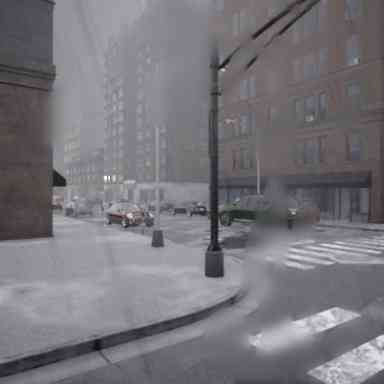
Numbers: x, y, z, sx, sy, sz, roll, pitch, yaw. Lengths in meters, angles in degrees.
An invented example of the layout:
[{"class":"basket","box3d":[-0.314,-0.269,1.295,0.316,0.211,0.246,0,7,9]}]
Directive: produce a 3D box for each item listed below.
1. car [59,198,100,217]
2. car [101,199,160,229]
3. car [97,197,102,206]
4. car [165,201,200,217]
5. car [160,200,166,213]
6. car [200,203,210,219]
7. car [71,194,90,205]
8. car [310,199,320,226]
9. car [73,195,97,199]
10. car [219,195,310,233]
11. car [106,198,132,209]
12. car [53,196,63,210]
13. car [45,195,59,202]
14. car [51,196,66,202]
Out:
[{"class":"car","box3d":[-10.465,1.535,30.799,2.008,1.369,4.403,0,0,-35]},{"class":"car","box3d":[-4.103,1.436,21.764,1.967,1.590,4.097,0,0,-35]},{"class":"car","box3d":[-15.977,1.469,53.936,1.837,1.490,4.892,0,0,-35]},{"class":"car","box3d":[-0.327,1.561,31.209,1.947,1.339,4.313,0,0,-35]},{"class":"car","box3d":[-3.507,1.540,35.727,2.008,1.369,4.403,0,0,-35]},{"class":"car","box3d":[2.853,1.583,26.693,1.802,1.307,4.206,0,0,-35]},{"class":"car","box3d":[-20.016,1.309,59.617,2.097,1.767,4.553,0,0,-35]},{"class":"car","box3d":[6.034,1.321,22.177,2.192,1.841,5.009,0,0,-35]},{"class":"car","box3d":[-15.981,1.494,48.655,1.812,1.442,4.674,0,0,-35]},{"class":"car","box3d":[3.985,1.226,20.296,2.150,2.045,5.566,0,0,-35]},{"class":"car","box3d":[-9.867,1.543,44.759,1.947,1.339,4.313,0,0,-35]},{"class":"car","box3d":[-16.827,1.517,39.835,1.887,1.381,4.507,0,0,-35]},{"class":"car","box3d":[-32.126,1.482,76.374,2.008,1.369,4.403,0,0,-35]},{"class":"car","box3d":[-28.946,1.489,71.858,2.008,1.369,4.403,0,0,-35]}]
